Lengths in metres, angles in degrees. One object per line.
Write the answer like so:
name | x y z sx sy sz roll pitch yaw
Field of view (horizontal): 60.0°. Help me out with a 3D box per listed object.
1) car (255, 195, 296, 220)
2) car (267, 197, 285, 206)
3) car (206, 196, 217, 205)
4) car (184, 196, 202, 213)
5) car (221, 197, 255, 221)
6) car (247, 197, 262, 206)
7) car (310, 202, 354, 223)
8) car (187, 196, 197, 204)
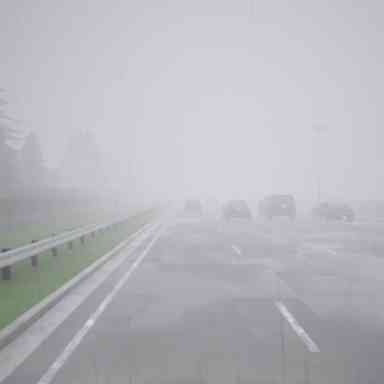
car | 7.089 1.234 28.130 2.150 2.045 5.566 0 0 0
car | 14.080 1.586 55.804 1.994 1.385 4.181 0 0 0
car | 3.578 1.526 60.411 1.837 1.490 4.892 0 -1 0
car | 0.086 1.506 37.524 2.128 1.511 4.902 0 0 0
car | 3.589 1.364 27.763 2.097 1.767 4.553 0 0 0
car | 10.579 1.548 56.635 1.812 1.442 4.674 0 0 0
car | 10.594 1.515 25.517 1.837 1.490 4.892 0 0 0
car | 0.076 1.503 65.084 1.882 1.535 5.008 0 0 0
